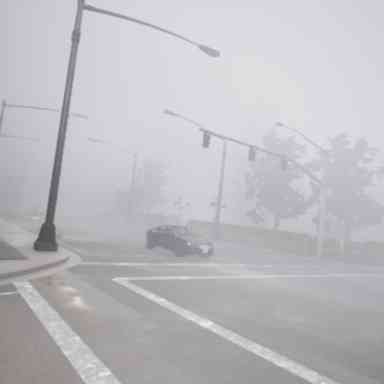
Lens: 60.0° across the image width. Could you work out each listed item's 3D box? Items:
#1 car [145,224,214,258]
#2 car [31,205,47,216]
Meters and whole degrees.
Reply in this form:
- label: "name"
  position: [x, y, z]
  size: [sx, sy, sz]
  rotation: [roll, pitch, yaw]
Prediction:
- label: "car"
  position: [-0.762, 2.585, 18.077]
  size: [2.128, 1.511, 4.902]
  rotation: [10, -5, -36]
- label: "car"
  position: [-20.458, 2.543, 45.053]
  size: [1.812, 1.442, 4.674]
  rotation: [10, -6, -36]
